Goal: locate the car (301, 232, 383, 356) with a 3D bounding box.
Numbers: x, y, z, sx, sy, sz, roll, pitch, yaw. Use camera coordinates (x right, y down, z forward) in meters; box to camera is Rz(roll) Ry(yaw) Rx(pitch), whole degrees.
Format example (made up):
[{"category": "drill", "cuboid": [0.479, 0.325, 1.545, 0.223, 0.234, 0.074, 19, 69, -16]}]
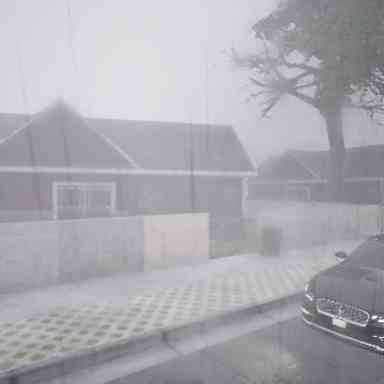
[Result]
[{"category": "car", "cuboid": [3.958, 1.483, 5.893, 4.892, 1.490, 1.837, -1, 1, -35]}]
